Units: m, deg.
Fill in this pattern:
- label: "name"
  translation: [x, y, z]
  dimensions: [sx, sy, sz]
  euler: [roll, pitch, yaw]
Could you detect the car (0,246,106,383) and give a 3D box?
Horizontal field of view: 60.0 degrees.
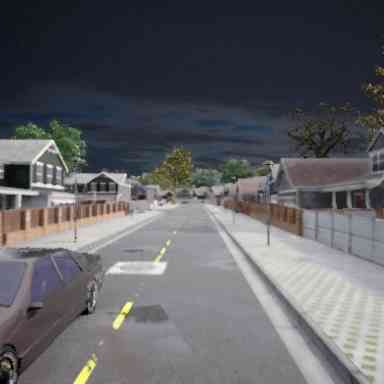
- label: "car"
  translation: [-2.804, 1.610, 5.055]
  dimensions: [2.033, 1.411, 5.357]
  euler: [0, -1, 1]
